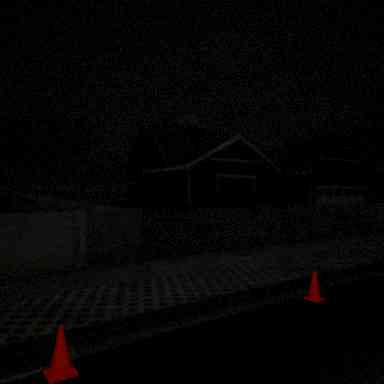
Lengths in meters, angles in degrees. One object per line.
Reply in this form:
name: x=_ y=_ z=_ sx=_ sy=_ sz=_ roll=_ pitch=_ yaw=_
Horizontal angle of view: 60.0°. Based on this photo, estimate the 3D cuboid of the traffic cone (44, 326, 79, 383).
traffic cone: x=-1.614 y=1.949 z=4.104 sx=0.340 sy=0.580 sz=0.340 roll=0 pitch=0 yaw=-35

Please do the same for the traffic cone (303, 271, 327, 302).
traffic cone: x=2.567 y=1.945 z=6.952 sx=0.340 sy=0.580 sz=0.340 roll=0 pitch=0 yaw=-34
